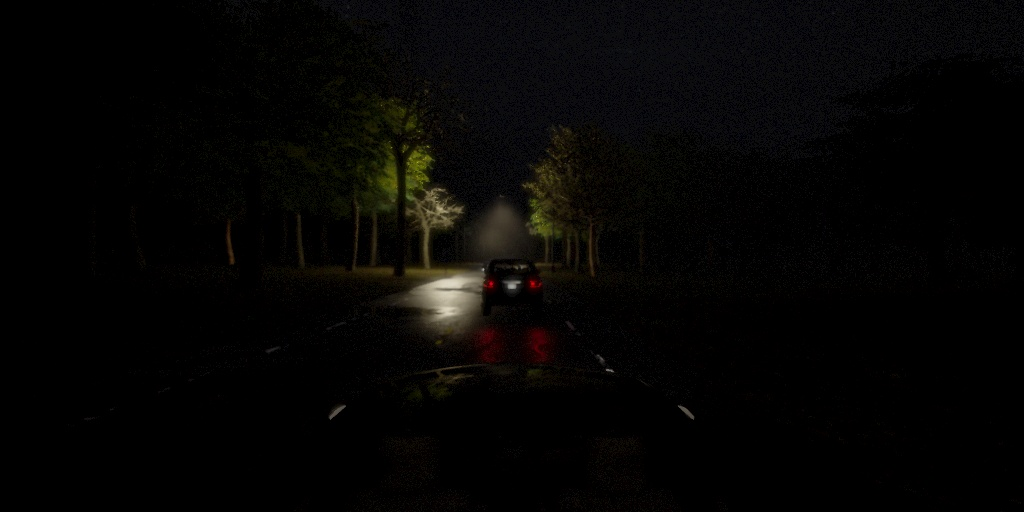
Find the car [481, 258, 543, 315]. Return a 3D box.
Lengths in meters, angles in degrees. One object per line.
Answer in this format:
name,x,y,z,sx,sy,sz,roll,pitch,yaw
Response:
car,0.012,1.100,14.430,2.150,2.045,5.566,0,0,0
